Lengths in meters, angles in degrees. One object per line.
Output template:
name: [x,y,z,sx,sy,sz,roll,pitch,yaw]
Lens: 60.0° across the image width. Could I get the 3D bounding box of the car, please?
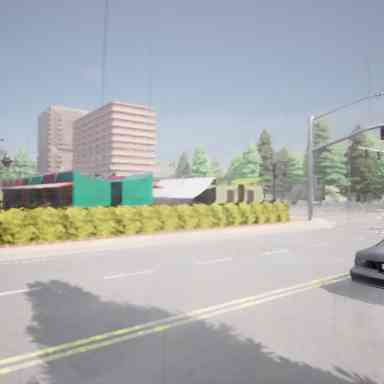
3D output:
car: [6.019,1.567,8.113,5.357,1.411,2.033,0,0,-35]
